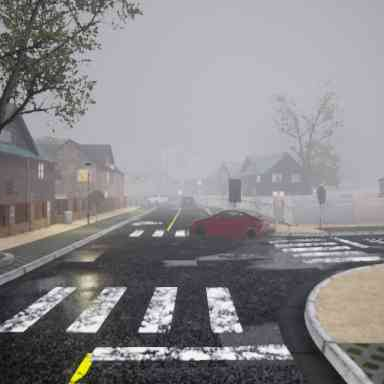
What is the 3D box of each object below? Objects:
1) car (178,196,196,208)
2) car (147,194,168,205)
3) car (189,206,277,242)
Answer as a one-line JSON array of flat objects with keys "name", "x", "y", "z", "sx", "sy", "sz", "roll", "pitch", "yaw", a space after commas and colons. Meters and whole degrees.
[{"name": "car", "x": -0.748, "y": 1.400, "z": 48.237, "sx": 2.097, "sy": 1.767, "sz": 4.553, "roll": 0, "pitch": 0, "yaw": -8}, {"name": "car", "x": -6.772, "y": 1.410, "z": 65.206, "sx": 2.150, "sy": 2.045, "sz": 5.566, "roll": 0, "pitch": -1, "yaw": -34}, {"name": "car", "x": 1.935, "y": 1.529, "z": 16.101, "sx": 4.181, "sy": 1.385, "sz": 1.994, "roll": -2, "pitch": 0, "yaw": 33}]
